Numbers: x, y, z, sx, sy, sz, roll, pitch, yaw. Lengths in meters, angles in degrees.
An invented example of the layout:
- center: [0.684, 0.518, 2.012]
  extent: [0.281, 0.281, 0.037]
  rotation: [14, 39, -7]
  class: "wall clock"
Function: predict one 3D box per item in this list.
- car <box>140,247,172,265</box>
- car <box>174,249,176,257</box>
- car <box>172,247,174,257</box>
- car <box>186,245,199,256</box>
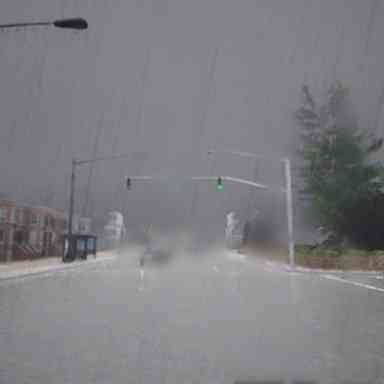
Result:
- center: [-3.485, 5.953, 30.832]
  extent: [2.128, 1.511, 4.902]
  rotation: [-1, -9, 4]
  class: "car"
- center: [-3.402, 9.128, 50.716]
  extent: [2.033, 1.411, 5.357]
  rotation: [0, -9, 0]
  class: "car"
- center: [-3.494, 7.479, 40.340]
  extent: [1.812, 1.442, 4.674]
  rotation: [0, -9, 0]
  class: "car"
- center: [0.141, 9.481, 54.305]
  extent: [2.097, 1.767, 4.553]
  rotation: [0, -9, 0]
  class: "car"
